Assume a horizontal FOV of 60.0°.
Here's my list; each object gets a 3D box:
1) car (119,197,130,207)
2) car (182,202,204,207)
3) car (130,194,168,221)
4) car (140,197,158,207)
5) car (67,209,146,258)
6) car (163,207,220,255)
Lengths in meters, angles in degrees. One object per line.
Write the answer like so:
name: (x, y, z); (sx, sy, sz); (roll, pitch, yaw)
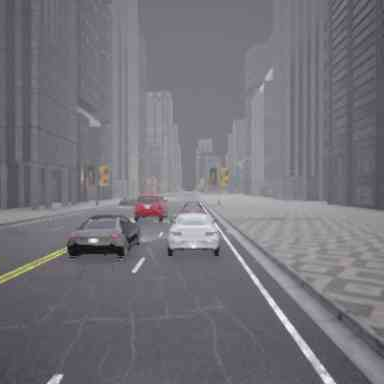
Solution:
car: (-9.841, 1.459, 51.197); (2.033, 1.411, 5.357); (0, 0, 0)
car: (0.058, 1.534, 28.268); (1.994, 1.385, 4.181); (0, 0, 0)
car: (-3.200, 1.197, 26.667); (2.150, 2.045, 5.566); (0, 0, 0)
car: (-6.594, 1.458, 51.276); (2.033, 1.411, 5.357); (0, 0, 0)
car: (-3.187, 1.552, 12.803); (1.994, 1.385, 4.181); (0, 0, 0)
car: (0.062, 1.514, 13.086); (1.812, 1.442, 4.674); (0, 0, 0)
